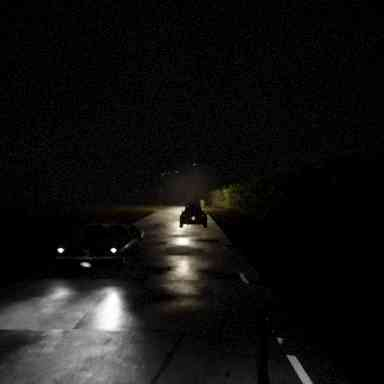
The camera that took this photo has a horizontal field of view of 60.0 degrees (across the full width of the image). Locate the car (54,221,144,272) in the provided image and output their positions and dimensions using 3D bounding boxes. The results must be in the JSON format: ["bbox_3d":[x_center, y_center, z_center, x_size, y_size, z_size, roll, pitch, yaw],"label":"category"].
[{"bbox_3d":[-2.850,1.682,11.183,1.895,1.301,4.718,0,0,0],"label":"car"}]

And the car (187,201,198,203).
[{"bbox_3d":[0.106,1.874,41.878,1.882,1.535,5.008,0,-1,0],"label":"car"}]

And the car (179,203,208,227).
[{"bbox_3d":[0.102,1.755,24.372,1.994,1.385,4.181,0,0,0],"label":"car"}]
